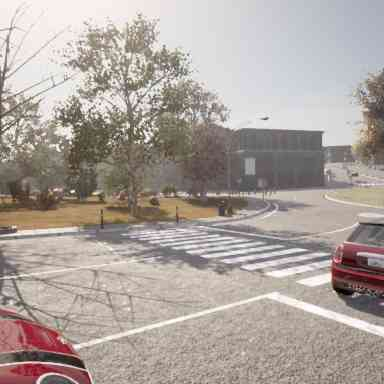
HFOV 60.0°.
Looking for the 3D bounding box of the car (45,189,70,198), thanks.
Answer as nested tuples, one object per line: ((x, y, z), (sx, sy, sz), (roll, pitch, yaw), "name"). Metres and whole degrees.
((-28.652, 0.294, 70.883), (2.231, 1.521, 4.892), (-1, 2, 18), "car")

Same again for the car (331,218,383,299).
((5.162, 1.324, 7.373), (4.553, 1.767, 2.097), (0, 0, -35), "car")

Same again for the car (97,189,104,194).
((-14.467, 0.125, 60.034), (2.185, 1.767, 4.553), (-2, 2, 16), "car")

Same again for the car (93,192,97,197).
((-16.879, 0.287, 61.662), (1.946, 1.575, 5.366), (-1, 2, 17), "car")

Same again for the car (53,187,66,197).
((-26.308, 0.062, 69.023), (2.435, 2.045, 5.566), (0, 2, 18), "car")

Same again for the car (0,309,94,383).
((-2.812, 1.353, 1.741), (4.553, 1.767, 2.097), (0, 0, -36), "car")

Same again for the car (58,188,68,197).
((-23.947, 0.351, 67.215), (2.163, 1.488, 4.792), (-1, 2, 17), "car")

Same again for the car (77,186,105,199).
((-19.216, 0.054, 63.657), (2.435, 2.045, 5.566), (-2, 2, 17), "car")

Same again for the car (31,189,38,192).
((-33.330, 0.102, 74.536), (2.185, 1.767, 4.553), (0, 2, 18), "car")

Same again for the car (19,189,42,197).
((-37.946, 0.151, 78.285), (2.097, 1.535, 5.008), (0, 3, 19), "car")
